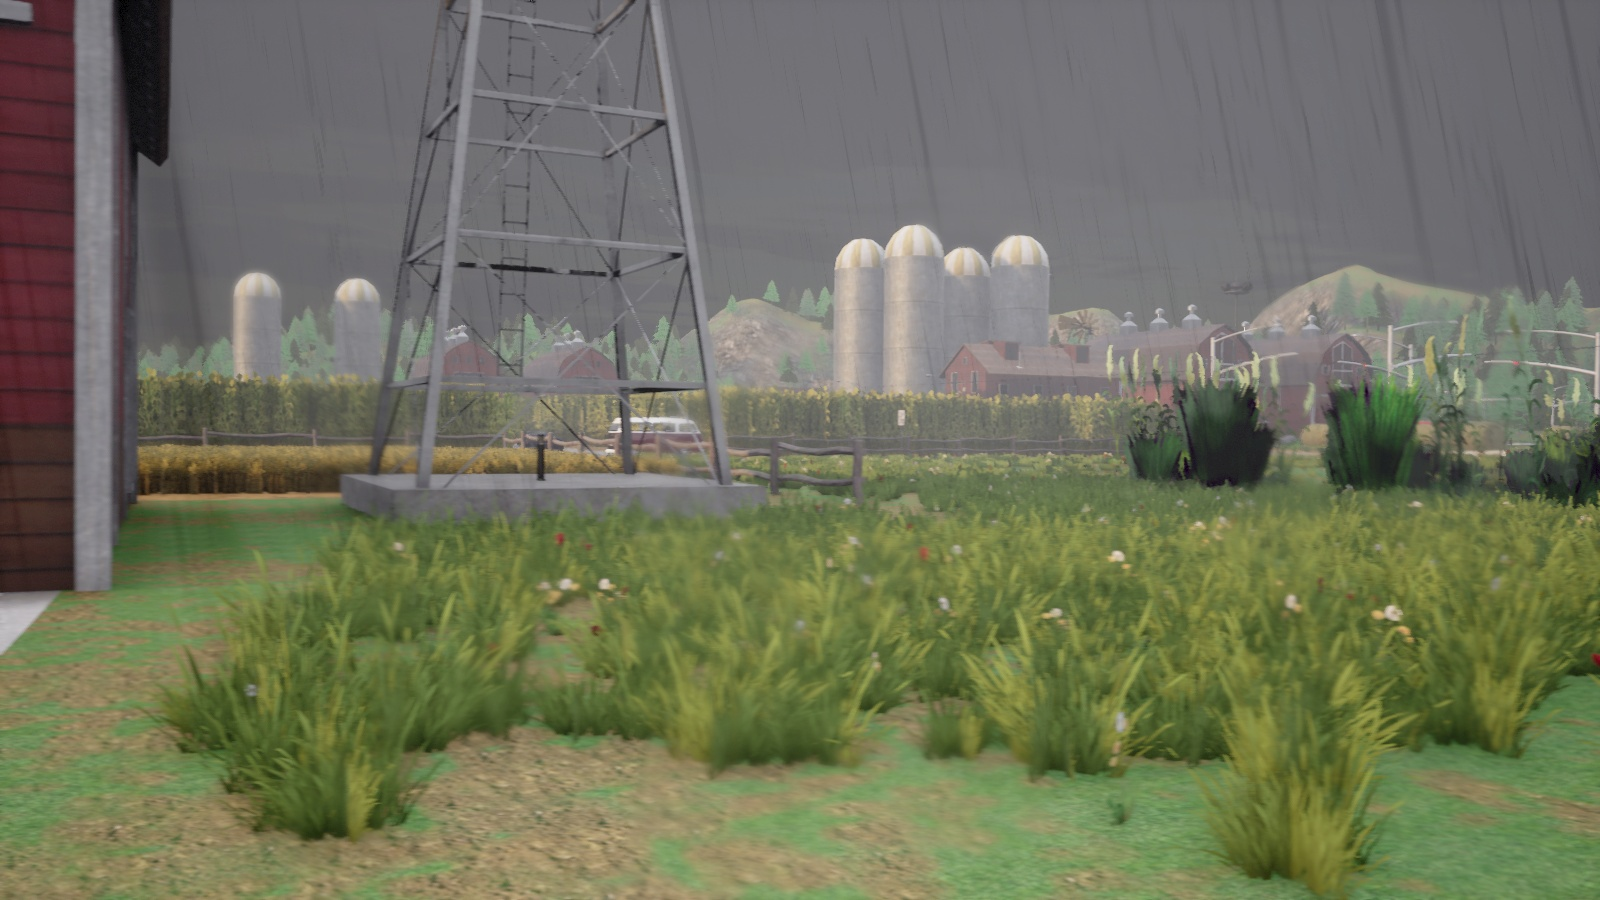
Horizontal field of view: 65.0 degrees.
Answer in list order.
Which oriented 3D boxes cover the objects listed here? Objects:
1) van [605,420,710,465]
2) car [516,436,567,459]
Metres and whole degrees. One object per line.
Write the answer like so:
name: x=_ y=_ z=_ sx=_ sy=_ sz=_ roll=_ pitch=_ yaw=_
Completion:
van: x=-6.755 y=-0.373 z=59.433 sx=4.480 sy=2.038 sz=2.069 roll=-1 pitch=1 yaw=-26
car: x=-15.739 y=-0.171 z=76.207 sx=1.895 sy=1.301 sz=4.718 roll=-1 pitch=1 yaw=-26
